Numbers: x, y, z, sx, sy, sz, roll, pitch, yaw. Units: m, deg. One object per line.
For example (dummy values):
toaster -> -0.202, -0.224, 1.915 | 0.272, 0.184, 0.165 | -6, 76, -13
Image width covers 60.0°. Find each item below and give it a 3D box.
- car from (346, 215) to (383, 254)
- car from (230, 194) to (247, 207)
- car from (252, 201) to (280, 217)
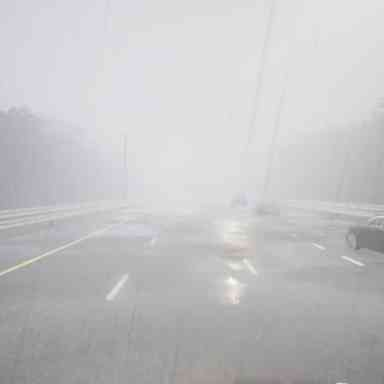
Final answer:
car -> 7.003, 1.495, 11.211 | 2.128, 1.511, 4.902 | 0, 0, 0
car -> 7.066, 1.291, 50.846 | 2.150, 2.045, 5.566 | 0, 0, 0
car -> 7.016, 1.590, 31.839 | 1.994, 1.385, 4.181 | 0, 0, 0
